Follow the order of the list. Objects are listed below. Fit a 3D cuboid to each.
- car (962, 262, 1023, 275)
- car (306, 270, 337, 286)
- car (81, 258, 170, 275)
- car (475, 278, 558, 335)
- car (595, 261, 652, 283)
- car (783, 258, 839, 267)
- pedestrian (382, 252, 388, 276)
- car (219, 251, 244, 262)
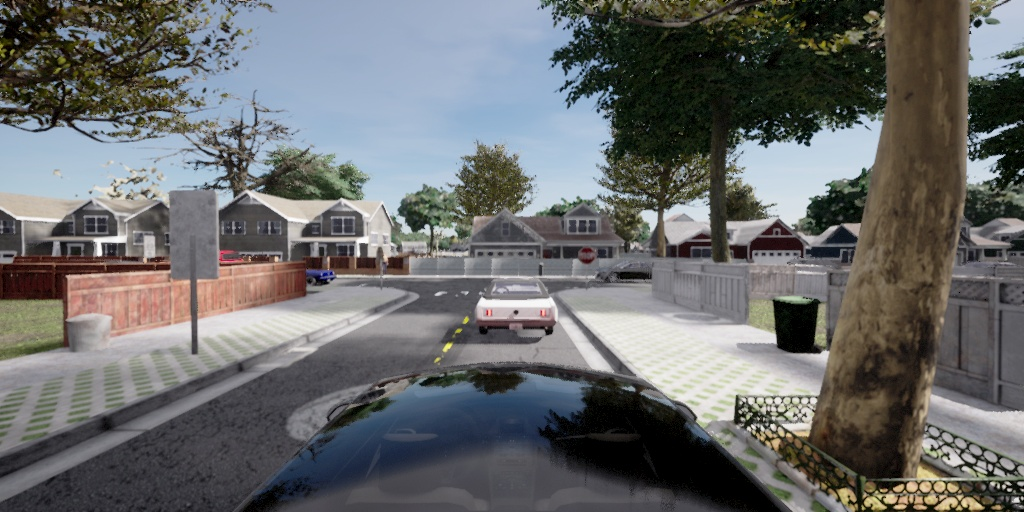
[{"bbox_3d":[32.951,1.152,24.976,4.902,1.511,2.128,0,1,0],"label":"car"},{"bbox_3d":[-13.238,1.141,21.580,4.718,1.301,1.895,0,1,-1],"label":"car"},{"bbox_3d":[-23.085,1.027,21.481,4.674,1.442,1.812,0,1,0],"label":"car"},{"bbox_3d":[0.125,1.275,10.237,1.895,1.301,4.718,0,1,1],"label":"car"},{"bbox_3d":[8.252,1.062,24.744,4.902,1.511,2.128,0,1,-1],"label":"car"},{"bbox_3d":[20.045,0.967,24.854,4.553,1.767,2.097,0,1,-1],"label":"car"},{"bbox_3d":[-9.762,0.585,27.465,0.375,1.860,0.375,0,1,-1],"label":"pedestrian"},{"bbox_3d":[-21.461,0.673,24.469,5.566,2.045,2.150,0,1,-1],"label":"car"}]
